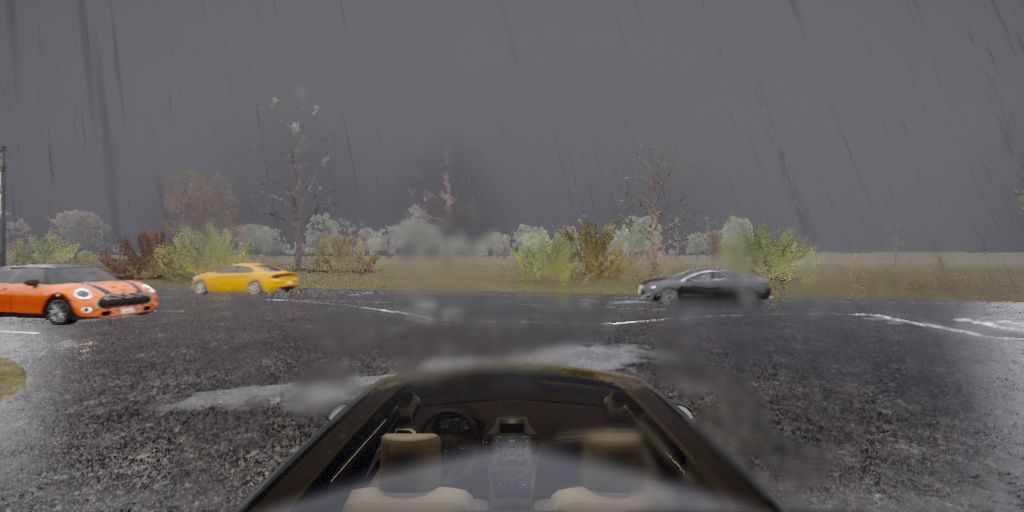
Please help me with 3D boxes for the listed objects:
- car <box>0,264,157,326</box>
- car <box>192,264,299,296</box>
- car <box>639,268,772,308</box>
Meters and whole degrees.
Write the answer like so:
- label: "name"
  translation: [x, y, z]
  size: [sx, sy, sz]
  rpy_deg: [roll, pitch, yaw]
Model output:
- label: "car"
  translation: [-13.772, 1.048, 11.123]
  size: [4.553, 1.767, 2.097]
  rpy_deg: [0, 0, 9]
- label: "car"
  translation: [-13.463, 1.152, 18.155]
  size: [5.008, 1.535, 1.882]
  rpy_deg: [0, 0, 9]
- label: "car"
  translation: [7.841, 1.253, 14.831]
  size: [4.902, 1.511, 2.128]
  rpy_deg: [0, 0, 9]
